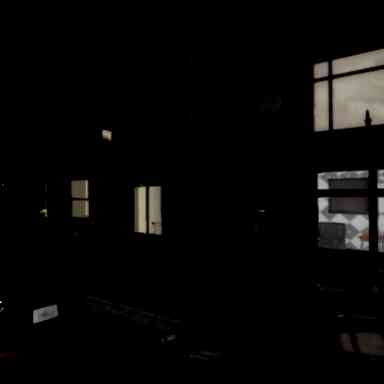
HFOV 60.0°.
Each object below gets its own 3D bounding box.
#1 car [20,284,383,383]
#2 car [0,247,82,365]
[{"bbox_3d":[0.964,1.566,2.197,4.313,1.339,1.947,0,-1,36],"label":"car"},{"bbox_3d":[-3.540,1.572,5.411,4.313,1.339,1.947,0,-1,36],"label":"car"}]
